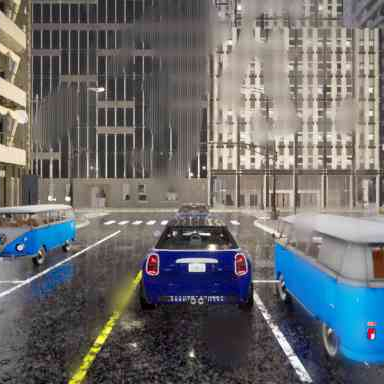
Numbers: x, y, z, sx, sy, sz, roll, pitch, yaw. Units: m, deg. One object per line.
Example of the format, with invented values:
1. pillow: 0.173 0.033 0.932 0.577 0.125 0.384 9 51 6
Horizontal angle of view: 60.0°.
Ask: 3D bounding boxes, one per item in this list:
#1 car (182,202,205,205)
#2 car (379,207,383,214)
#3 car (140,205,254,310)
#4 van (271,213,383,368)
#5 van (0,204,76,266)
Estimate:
1. car: 0.088 1.359 18.015 2.097 1.767 4.553 0 0 0
2. car: 18.984 1.490 29.035 4.829 1.417 1.752 0 0 0
3. car: 0.085 1.354 7.988 2.097 1.767 4.553 0 0 0
4. van: 2.559 1.343 5.615 1.690 1.788 3.998 0 0 0
5. van: -5.333 1.345 11.283 1.690 1.788 3.998 0 0 0
